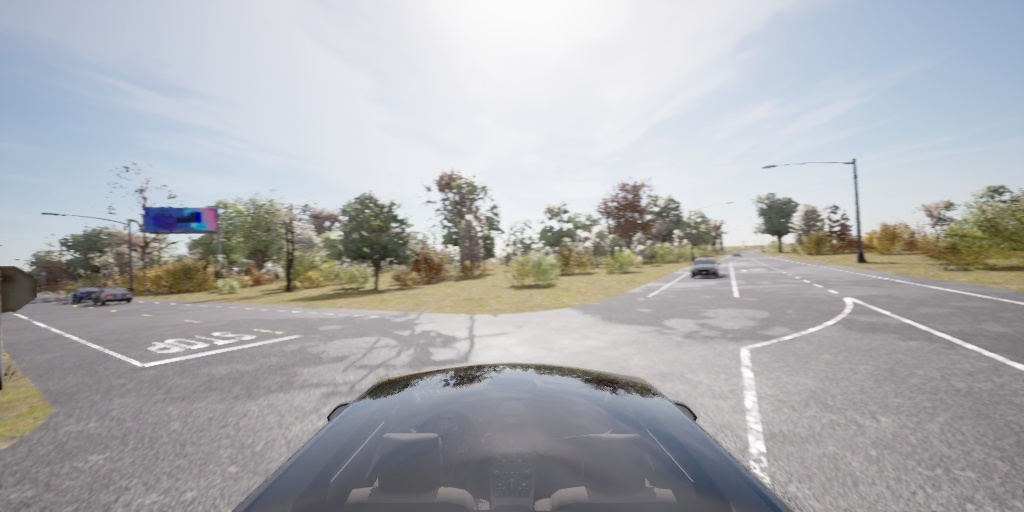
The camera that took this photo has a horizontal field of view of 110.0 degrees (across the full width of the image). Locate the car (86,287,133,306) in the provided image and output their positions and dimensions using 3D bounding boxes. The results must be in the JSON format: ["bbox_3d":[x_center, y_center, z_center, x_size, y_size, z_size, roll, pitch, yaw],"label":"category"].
[{"bbox_3d":[-35.591,3.583,31.936,5.357,1.411,2.033,-3,-1,33],"label":"car"}]

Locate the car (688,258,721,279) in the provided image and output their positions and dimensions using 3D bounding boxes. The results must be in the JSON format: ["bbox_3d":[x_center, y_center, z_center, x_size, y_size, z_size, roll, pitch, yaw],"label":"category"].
[{"bbox_3d":[14.824,0.893,27.528,1.837,1.490,4.892,-4,-1,31],"label":"car"}]

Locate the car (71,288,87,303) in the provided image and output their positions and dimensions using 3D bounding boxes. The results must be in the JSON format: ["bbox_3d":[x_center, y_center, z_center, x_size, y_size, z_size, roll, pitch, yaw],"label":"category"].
[{"bbox_3d":[-44.515,4.055,37.674,5.008,1.535,1.882,-3,-1,33],"label":"car"}]
